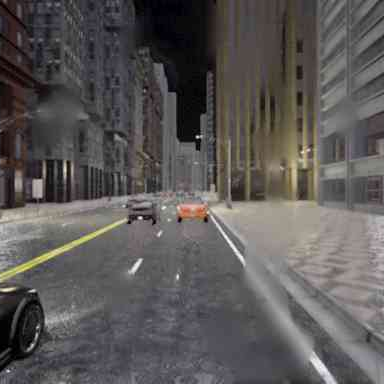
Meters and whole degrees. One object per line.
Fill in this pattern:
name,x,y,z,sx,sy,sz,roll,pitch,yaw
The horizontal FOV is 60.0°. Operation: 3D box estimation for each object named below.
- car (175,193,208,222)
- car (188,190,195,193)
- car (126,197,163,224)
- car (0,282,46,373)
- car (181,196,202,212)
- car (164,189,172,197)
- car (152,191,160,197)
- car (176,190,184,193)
car,0.070,1.154,24.699,2.097,1.767,4.553,0,0,0
car,-0.120,0.508,90.331,1.812,1.442,4.674,0,1,0
car,-3.180,1.330,22.828,1.837,1.490,4.892,0,0,0
car,-3.154,1.547,3.250,1.994,1.385,4.181,0,0,0
car,-0.015,1.187,35.706,2.128,1.511,4.902,0,1,0
car,-6.624,0.271,92.599,2.150,2.045,5.566,0,1,0
car,-9.874,0.551,92.629,1.837,1.490,4.892,0,1,0
car,-3.370,0.345,90.294,2.097,1.767,4.553,0,1,0
